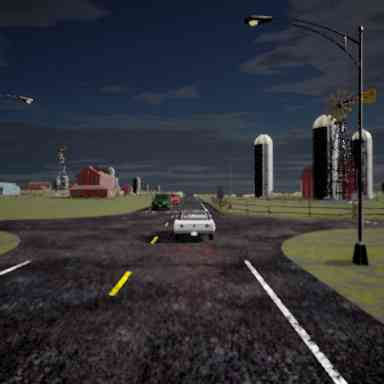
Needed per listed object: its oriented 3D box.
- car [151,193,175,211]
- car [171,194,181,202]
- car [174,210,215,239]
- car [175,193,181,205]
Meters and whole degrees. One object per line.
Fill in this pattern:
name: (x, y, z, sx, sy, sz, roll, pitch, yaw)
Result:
car: (-3.605, 1.205, 40.671, 2.150, 2.045, 5.566, 0, 0, 1)
car: (-3.477, 1.351, 73.890, 2.097, 1.767, 4.553, 0, 0, 0)
car: (0.104, 1.587, 17.298, 1.895, 1.301, 4.718, 0, 0, 0)
car: (-3.536, 1.217, 57.378, 2.150, 2.045, 5.566, 0, 0, 1)
